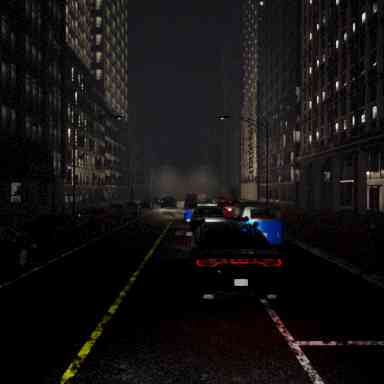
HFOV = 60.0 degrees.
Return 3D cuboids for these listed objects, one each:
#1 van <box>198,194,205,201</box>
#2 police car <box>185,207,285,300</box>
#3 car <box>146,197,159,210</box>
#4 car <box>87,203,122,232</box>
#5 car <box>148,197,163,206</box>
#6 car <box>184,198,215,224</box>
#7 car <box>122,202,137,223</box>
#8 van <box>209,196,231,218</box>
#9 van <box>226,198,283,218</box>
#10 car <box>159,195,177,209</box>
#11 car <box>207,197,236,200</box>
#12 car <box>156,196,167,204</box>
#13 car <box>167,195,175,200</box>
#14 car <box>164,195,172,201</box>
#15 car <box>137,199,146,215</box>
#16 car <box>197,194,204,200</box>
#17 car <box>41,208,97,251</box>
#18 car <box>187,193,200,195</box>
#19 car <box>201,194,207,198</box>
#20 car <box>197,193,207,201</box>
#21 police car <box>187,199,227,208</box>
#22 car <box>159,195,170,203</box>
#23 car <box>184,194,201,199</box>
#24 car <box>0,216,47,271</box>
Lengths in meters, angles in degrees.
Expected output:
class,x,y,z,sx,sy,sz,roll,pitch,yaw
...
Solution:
class,x,y,z,sx,sy,sz,roll,pitch,yaw
van,2.420,1.317,88.006,1.690,1.788,3.998,-1,0,0
police car,0.877,1.423,8.569,1.930,1.638,5.238,0,0,0
car,-5.823,1.541,42.512,2.008,1.369,4.403,-1,0,0
car,-5.754,1.540,19.777,1.887,1.381,4.507,-1,0,0
car,-5.856,1.538,53.879,2.008,1.369,4.403,-1,0,0
car,0.572,1.472,24.558,1.882,1.535,5.008,0,0,6
car,-5.772,1.545,25.461,2.008,1.369,4.403,-1,0,0
van,2.590,1.334,31.170,1.690,1.788,3.998,-1,0,0
van,2.641,1.338,14.119,1.690,1.788,3.998,-1,0,0
car,-3.131,1.341,45.162,2.097,1.767,4.553,0,0,0
car,2.607,1.309,25.486,2.192,1.841,5.009,-1,0,0
car,-5.890,1.566,65.246,1.802,1.307,4.206,-1,0,0
car,-5.976,1.540,93.665,1.947,1.339,4.313,-1,0,0
car,-5.941,1.504,82.127,1.752,1.417,4.829,-1,0,0
car,-5.788,1.575,31.145,1.802,1.307,4.206,-1,0,0
car,2.404,1.414,93.690,1.967,1.590,4.097,-1,0,0
car,-5.737,1.563,14.094,1.947,1.339,4.313,-1,0,0
car,-0.175,1.207,59.499,2.150,2.045,5.566,0,0,0
car,2.524,1.538,53.904,2.008,1.369,4.403,-1,0,0
car,2.436,1.293,82.323,2.192,1.841,5.009,-1,0,0
police car,0.847,1.421,18.570,1.930,1.638,5.238,0,0,0
car,-5.909,1.422,70.929,1.967,1.590,4.097,-1,0,0
car,-0.121,1.467,45.610,1.882,1.535,5.008,0,0,0
car,-5.720,1.549,8.410,2.008,1.369,4.403,-1,0,0
